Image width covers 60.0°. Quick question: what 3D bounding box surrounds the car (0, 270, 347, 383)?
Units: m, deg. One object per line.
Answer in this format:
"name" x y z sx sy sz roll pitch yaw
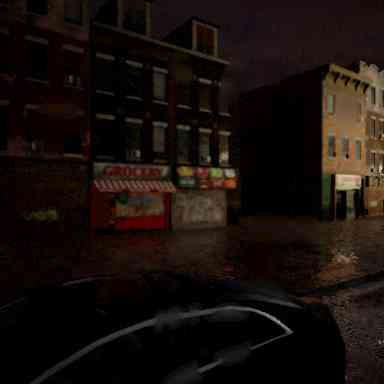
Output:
"car" -0.799 1.493 2.501 4.902 1.511 2.128 0 0 -35
